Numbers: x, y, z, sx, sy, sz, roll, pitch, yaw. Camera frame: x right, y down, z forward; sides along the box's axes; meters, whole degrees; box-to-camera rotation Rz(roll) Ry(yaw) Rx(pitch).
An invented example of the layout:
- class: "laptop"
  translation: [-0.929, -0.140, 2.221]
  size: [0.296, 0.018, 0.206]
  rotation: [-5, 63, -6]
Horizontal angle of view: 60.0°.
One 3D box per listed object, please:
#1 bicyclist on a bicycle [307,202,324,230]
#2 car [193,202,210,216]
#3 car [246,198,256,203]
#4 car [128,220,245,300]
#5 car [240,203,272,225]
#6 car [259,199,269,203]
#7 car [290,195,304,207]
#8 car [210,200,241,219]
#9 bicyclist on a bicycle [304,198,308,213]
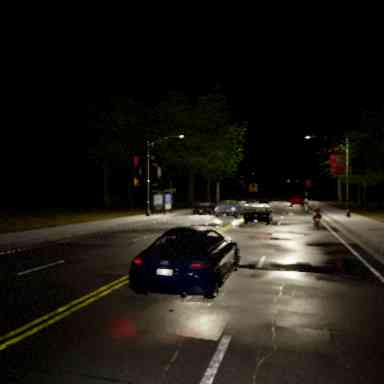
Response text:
- class: "bicyclist on a bicycle"
  translation: [7.996, 1.566, 21.229]
  size: [0.866, 1.612, 1.509]
  rotation: [0, 0, 17]
- class: "car"
  translation: [1.499, 1.847, 36.787]
  size: [1.994, 1.385, 4.181]
  rotation: [0, 0, 17]
- class: "car"
  translation: [13.338, 2.074, 75.568]
  size: [1.895, 1.301, 4.718]
  rotation: [0, 0, 17]
- class: "car"
  translation: [0.021, 1.633, 8.766]
  size: [1.994, 1.385, 4.181]
  rotation: [0, 0, 17]
- class: "car"
  translation: [5.232, 1.781, 25.989]
  size: [1.895, 1.301, 4.718]
  rotation: [0, 0, 17]
- class: "car"
  translation: [15.364, 2.086, 71.040]
  size: [1.895, 1.301, 4.718]
  rotation: [0, 0, 17]
- class: "car"
  translation: [18.930, 1.611, 60.048]
  size: [2.150, 2.045, 5.566]
  rotation: [0, 0, 16]
- class: "car"
  translation: [3.583, 1.591, 32.457]
  size: [2.097, 1.767, 4.553]
  rotation: [0, 0, 17]
- class: "bicyclist on a bicycle"
  translation: [13.444, 1.617, 39.173]
  size: [0.659, 1.776, 1.843]
  rotation: [0, 0, 17]
